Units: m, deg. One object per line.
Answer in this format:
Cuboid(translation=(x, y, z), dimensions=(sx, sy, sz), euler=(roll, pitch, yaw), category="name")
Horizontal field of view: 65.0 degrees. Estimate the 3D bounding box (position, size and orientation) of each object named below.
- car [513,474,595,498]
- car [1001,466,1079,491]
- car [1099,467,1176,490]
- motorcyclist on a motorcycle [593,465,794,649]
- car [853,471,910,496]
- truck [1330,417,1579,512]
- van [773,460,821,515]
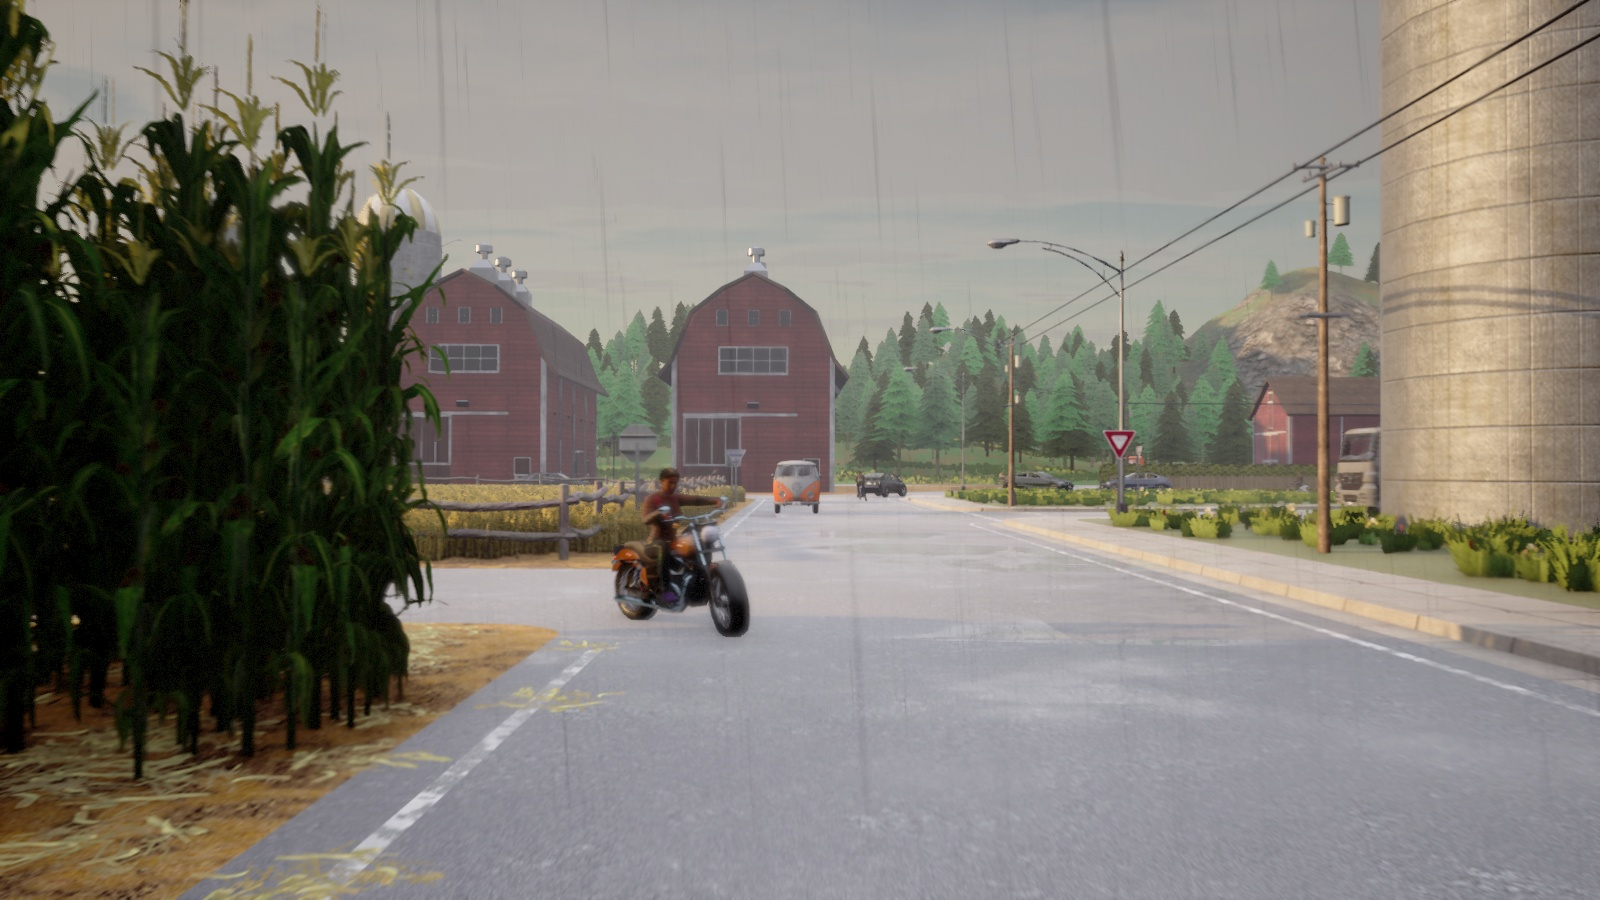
Cuboid(translation=(-15.595, 2.271, 79.693), dimensions=(4.892, 1.490, 1.837), euler=(0, -1, -3), category="car")
Cuboid(translation=(17.097, 2.029, 89.704), dimensions=(5.027, 1.651, 2.152), euler=(0, 0, 39), category="car")
Cuboid(translation=(24.519, 2.086, 91.360), dimensions=(5.027, 1.651, 2.152), euler=(0, -1, 3), category="car")
Cuboid(translation=(-1.116, 0.989, 12.568), dimensions=(0.766, 1.649, 2.350), euler=(-1, 0, -40), category="motorcyclist on a motorcycle")
Cuboid(translation=(5.179, 2.092, 78.959), dimensions=(2.007, 1.525, 4.514), euler=(-1, -1, 26), category="car")
Cuboid(translation=(24.675, 0.564, 47.623), dimensions=(7.936, 3.462, 2.891), euler=(0, -1, -1), category="truck")
Cuboid(translation=(-0.118, 1.408, 48.135), dimensions=(1.775, 1.987, 4.442), euler=(0, -1, 0), category="van")
